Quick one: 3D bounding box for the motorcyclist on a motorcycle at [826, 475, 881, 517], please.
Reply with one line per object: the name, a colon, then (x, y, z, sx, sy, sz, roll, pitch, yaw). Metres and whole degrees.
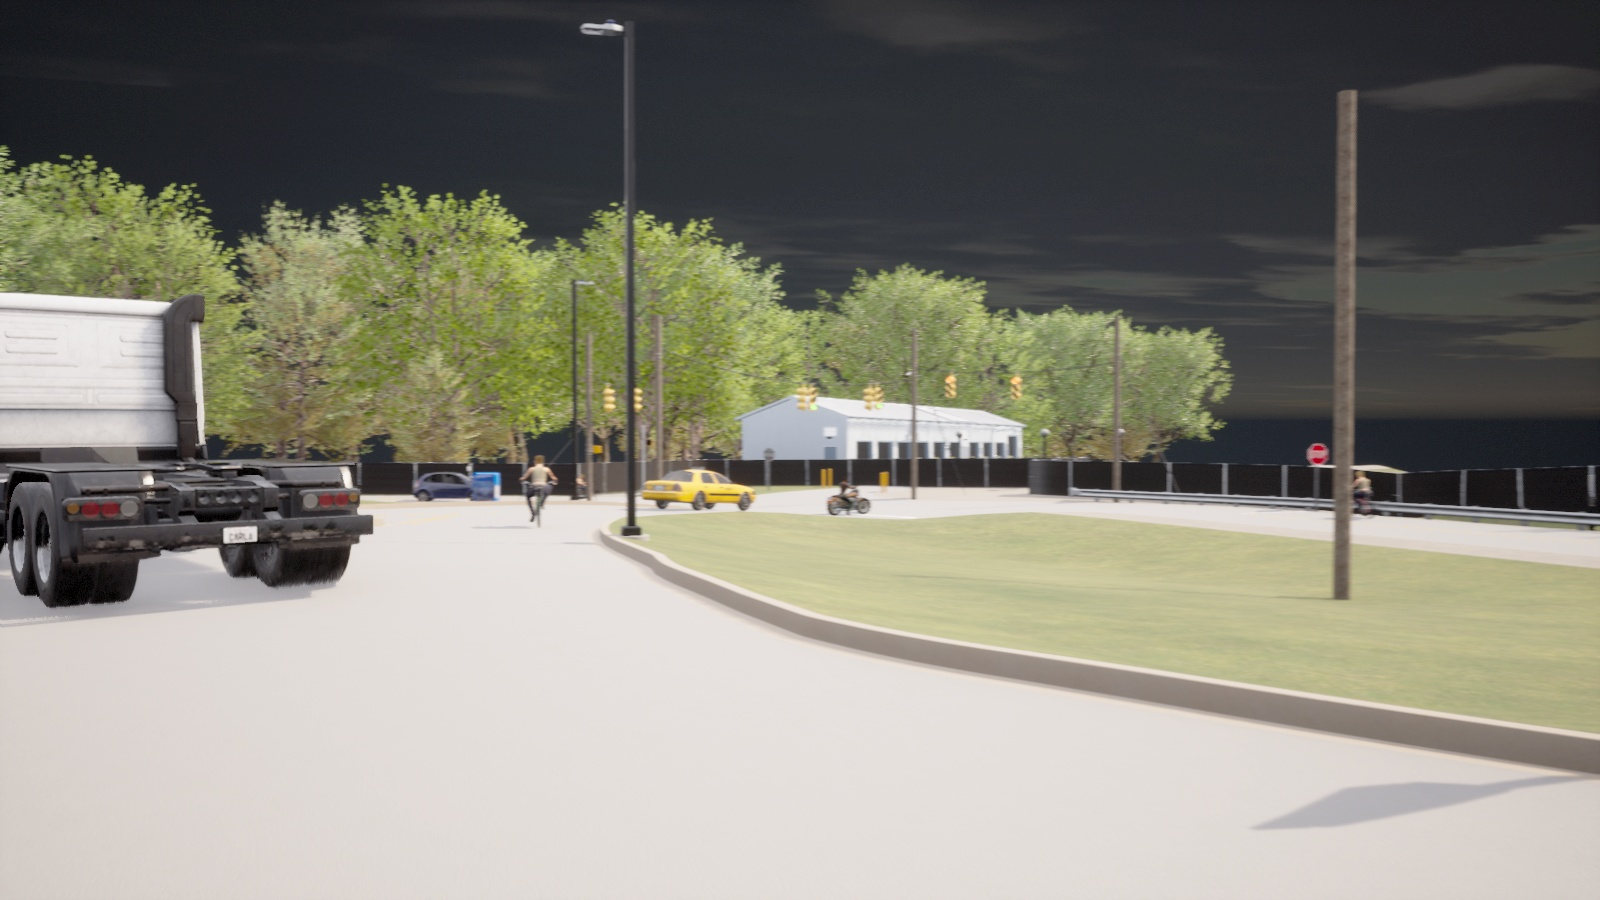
motorcyclist on a motorcycle: (2.215, 1.883, 51.798, 2.350, 1.649, 0.766, 0, 1, -41)

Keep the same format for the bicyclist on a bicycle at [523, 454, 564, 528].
bicyclist on a bicycle: (-5.768, 0.912, 28.189, 0.866, 1.612, 1.509, 0, -1, -13)

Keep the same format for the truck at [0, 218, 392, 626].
truck: (-7.817, -0.310, 14.579, 2.891, 3.462, 7.936, -1, 2, -42)

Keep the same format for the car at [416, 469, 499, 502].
car: (-18.179, 1.894, 66.830, 3.988, 1.617, 1.851, 1, 1, -5)

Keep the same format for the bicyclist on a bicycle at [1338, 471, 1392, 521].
bicyclist on a bicycle: (18.988, 1.525, 42.233, 0.866, 1.612, 1.509, -1, 0, -15)

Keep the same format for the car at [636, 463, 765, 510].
car: (-3.482, 1.347, 45.270, 1.801, 1.575, 5.366, 1, -2, 31)
